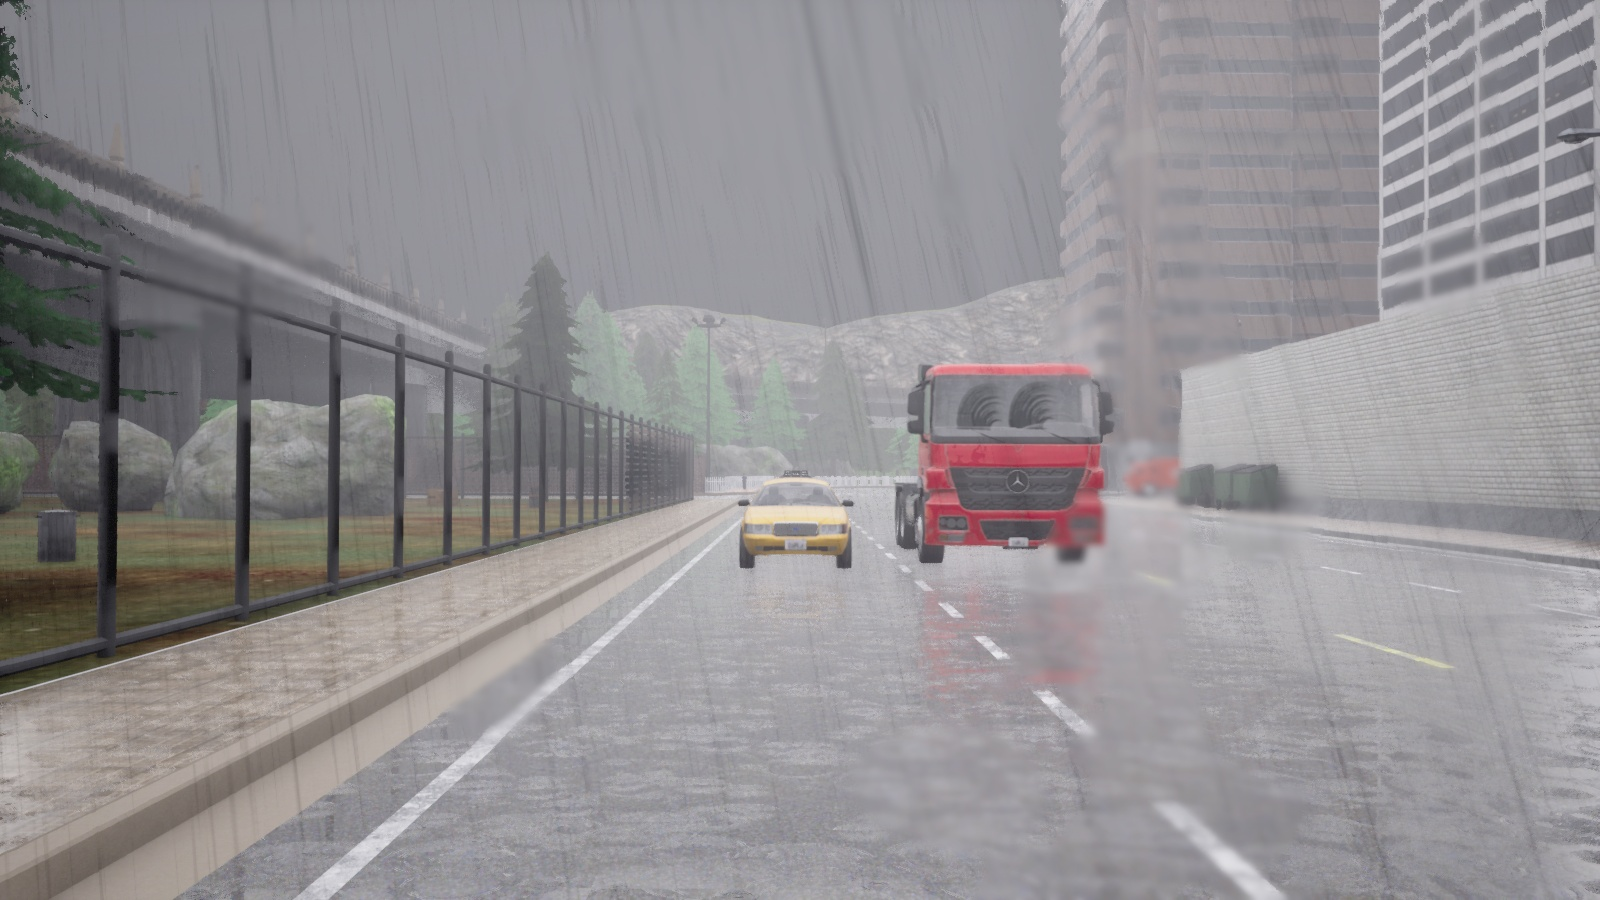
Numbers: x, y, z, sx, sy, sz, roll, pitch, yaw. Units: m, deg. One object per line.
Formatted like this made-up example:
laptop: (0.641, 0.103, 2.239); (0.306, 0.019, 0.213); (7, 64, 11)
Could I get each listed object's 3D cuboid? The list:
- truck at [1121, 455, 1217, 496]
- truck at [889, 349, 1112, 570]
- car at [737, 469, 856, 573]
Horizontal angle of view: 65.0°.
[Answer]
truck: (23.193, 1.612, 79.073); (5.204, 2.467, 2.627); (0, -1, 0)
truck: (3.428, 0.215, 23.671); (2.891, 3.462, 7.936); (0, -1, 0)
car: (-0.063, 1.119, 21.779); (1.801, 1.575, 5.366); (0, -1, 0)
